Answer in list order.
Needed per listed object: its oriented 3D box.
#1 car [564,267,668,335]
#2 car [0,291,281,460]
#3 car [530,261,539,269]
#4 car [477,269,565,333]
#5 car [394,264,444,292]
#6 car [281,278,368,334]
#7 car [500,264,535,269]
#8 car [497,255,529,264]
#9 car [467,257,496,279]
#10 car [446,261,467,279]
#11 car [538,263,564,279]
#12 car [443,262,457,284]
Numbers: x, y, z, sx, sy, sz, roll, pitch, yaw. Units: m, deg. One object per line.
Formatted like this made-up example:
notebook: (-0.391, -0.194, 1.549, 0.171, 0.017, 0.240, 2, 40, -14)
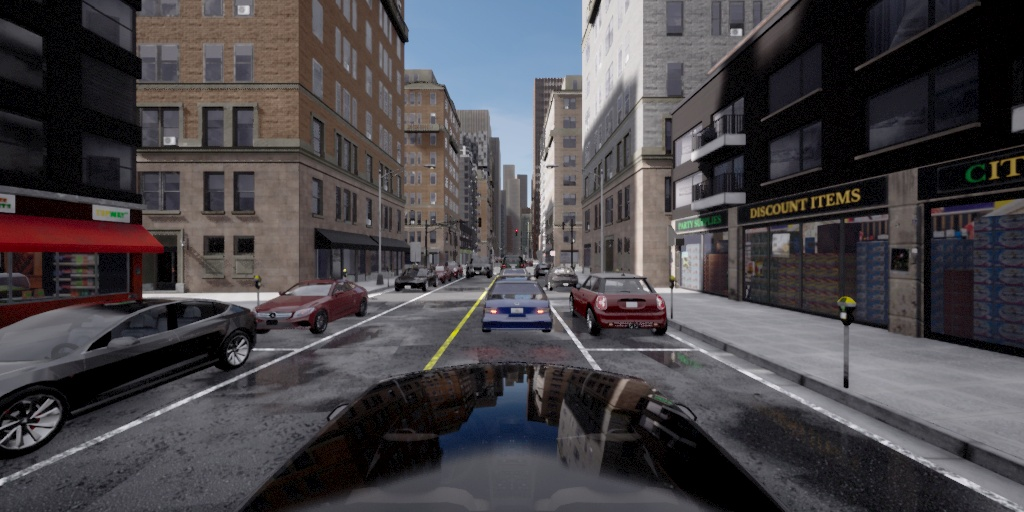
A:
car: (2.875, 1.188, 10.520, 1.967, 1.591, 4.097, 0, 0, 0)
car: (-5.664, 1.315, 5.040, 1.948, 1.339, 4.313, 0, 0, 0)
car: (2.929, 1.314, 32.526, 1.948, 1.339, 4.313, 0, 0, 0)
car: (0.121, 1.296, 10.736, 2.033, 1.411, 5.357, 0, 0, 0)
car: (-5.623, 1.314, 21.544, 1.948, 1.339, 4.313, 0, 0, 0)
car: (-5.650, 1.331, 10.542, 1.802, 1.307, 4.207, 0, 0, 0)
car: (0.145, 1.349, 21.241, 1.895, 1.301, 4.718, 0, 0, 0)
car: (0.078, 0.970, 31.273, 2.150, 2.045, 5.566, 0, 0, -1)
car: (-2.926, 1.077, 33.284, 2.150, 2.045, 5.566, 0, 0, 0)
car: (-5.597, 1.189, 32.547, 1.967, 1.591, 4.097, 0, 0, 0)
car: (2.902, 1.298, 21.523, 2.007, 1.370, 4.403, 0, 0, 0)
car: (-5.610, 1.330, 27.045, 1.802, 1.307, 4.207, 0, 0, 0)
